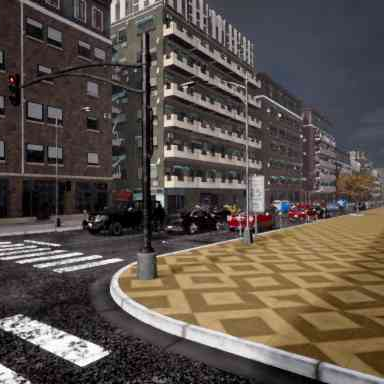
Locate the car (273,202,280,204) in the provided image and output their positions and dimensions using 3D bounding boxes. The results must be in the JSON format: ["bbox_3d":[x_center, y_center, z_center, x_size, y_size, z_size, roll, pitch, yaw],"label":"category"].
[{"bbox_3d":[7.667,2.140,37.394,2.033,1.411,5.357,-1,-1,35],"label":"car"}]

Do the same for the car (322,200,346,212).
[{"bbox_3d":[23.416,2.468,54.423,2.033,1.411,5.357,-1,-1,36],"label":"car"}]

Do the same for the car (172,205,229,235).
[{"bbox_3d":[0.153,1.793,21.141,1.837,1.490,4.892,-1,-1,36],"label":"car"}]

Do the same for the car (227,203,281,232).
[{"bbox_3d":[4.085,1.751,22.225,1.967,1.590,4.097,-2,-2,35],"label":"car"}]

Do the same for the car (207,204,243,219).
[{"bbox_3d":[3.626,2.090,36.101,1.752,1.417,4.829,-2,-2,35],"label":"car"}]

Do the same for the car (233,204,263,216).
[{"bbox_3d":[6.954,2.222,40.875,1.947,1.339,4.313,-2,-2,35],"label":"car"}]

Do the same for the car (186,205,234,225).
[{"bbox_3d":[1.691,1.934,28.832,1.837,1.490,4.892,-1,-1,35],"label":"car"}]

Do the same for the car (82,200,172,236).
[{"bbox_3d":[-3.999,1.496,20.657,2.150,2.045,5.566,-1,-1,37],"label":"car"}]

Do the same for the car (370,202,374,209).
[{"bbox_3d":[36.388,2.745,68.569,2.008,1.369,4.403,-2,-2,35],"label":"car"}]

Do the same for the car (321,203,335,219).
[{"bbox_3d":[13.777,2.141,36.126,1.947,1.339,4.313,-2,-2,35],"label":"car"}]

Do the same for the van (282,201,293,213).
[{"bbox_3d":[13.411,2.174,50.151,1.690,1.788,3.998,-2,-2,35],"label":"van"}]

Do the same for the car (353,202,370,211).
[{"bbox_3d":[29.927,2.583,59.300,1.947,1.339,4.313,-2,-2,35],"label":"car"}]

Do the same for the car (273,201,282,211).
[{"bbox_3d":[10.183,2.289,45.510,1.887,1.381,4.507,-2,-2,35],"label":"car"}]

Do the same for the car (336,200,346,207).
[{"bbox_3d":[39.156,2.883,87.168,1.690,1.788,3.998,-2,-2,35],"label":"car"}]

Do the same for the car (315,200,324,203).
[{"bbox_3d":[26.332,2.501,68.691,2.192,1.841,5.009,-2,-2,35],"label":"car"}]

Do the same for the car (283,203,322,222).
[{"bbox_3d":[10.546,2.032,31.492,1.887,1.381,4.507,-2,-2,35],"label":"car"}]

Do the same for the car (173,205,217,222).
[{"bbox_3d":[0.396,2.002,31.467,1.752,1.417,4.829,-2,-2,35],"label":"car"}]
